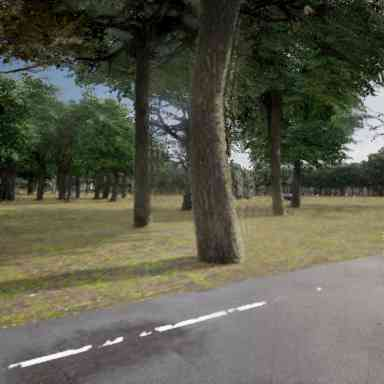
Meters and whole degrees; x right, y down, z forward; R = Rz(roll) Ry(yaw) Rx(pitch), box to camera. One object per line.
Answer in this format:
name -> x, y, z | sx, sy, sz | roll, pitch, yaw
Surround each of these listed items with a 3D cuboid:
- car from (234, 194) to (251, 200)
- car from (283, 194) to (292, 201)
car -> 11.727, 1.075, 79.602 | 2.033, 1.411, 5.357 | 2, -2, -34
car -> 19.458, 1.110, 68.224 | 1.812, 1.442, 4.674 | 2, -1, -34
